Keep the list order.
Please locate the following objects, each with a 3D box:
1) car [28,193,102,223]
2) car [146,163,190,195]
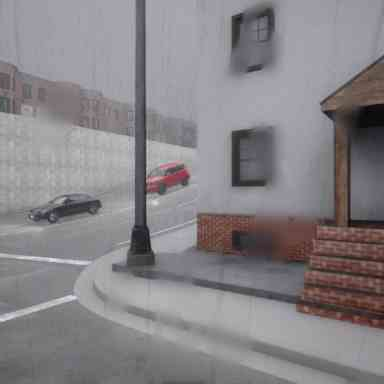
[{"bbox_3d":[-7.826,0.873,20.854,1.812,1.442,4.674,0,7,35],"label":"car"},{"bbox_3d":[-2.351,-1.187,28.687,2.150,2.045,5.566,0,13,34],"label":"car"}]
